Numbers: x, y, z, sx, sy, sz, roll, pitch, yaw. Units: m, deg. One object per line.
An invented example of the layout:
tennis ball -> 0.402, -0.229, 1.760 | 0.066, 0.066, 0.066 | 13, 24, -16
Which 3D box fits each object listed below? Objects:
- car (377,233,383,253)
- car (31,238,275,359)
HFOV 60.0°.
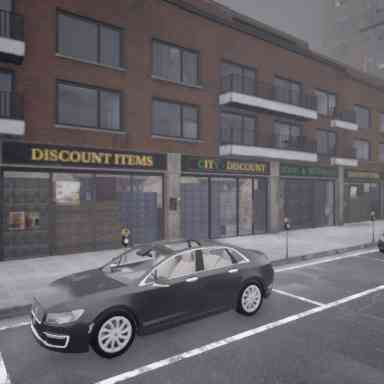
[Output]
car -> 8.559, 1.581, 12.315 | 4.206, 1.307, 1.802 | 0, 0, -36
car -> -0.418, 1.551, 5.893 | 4.403, 1.369, 2.008 | 0, 0, -36
